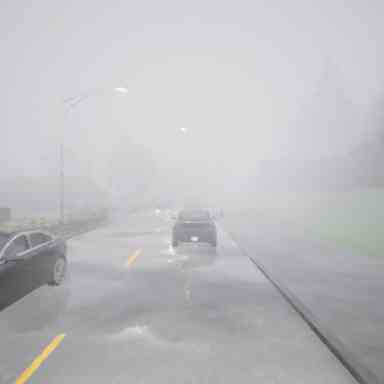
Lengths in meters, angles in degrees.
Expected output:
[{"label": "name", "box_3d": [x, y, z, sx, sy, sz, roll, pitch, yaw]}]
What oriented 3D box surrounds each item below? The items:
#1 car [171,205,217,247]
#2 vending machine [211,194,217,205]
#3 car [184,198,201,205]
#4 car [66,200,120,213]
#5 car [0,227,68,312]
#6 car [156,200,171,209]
[{"label": "car", "box_3d": [0.101, 1.560, 15.425, 1.837, 1.490, 4.892, 0, 0, 0]}, {"label": "vending machine", "box_3d": [4.269, 1.416, 63.859, 1.100, 2.100, 0.880, 0, 0, 0]}, {"label": "car", "box_3d": [0.089, 1.493, 40.851, 2.097, 1.767, 4.553, 0, 0, 0]}, {"label": "car", "box_3d": [-10.320, 1.578, 35.039, 5.357, 1.415, 2.033, 0, 0, -40]}, {"label": "car", "box_3d": [-4.099, 1.515, 6.656, 2.128, 1.511, 4.902, 0, 0, 0]}, {"label": "car", "box_3d": [-4.073, 1.767, 47.801, 1.895, 1.301, 4.718, 0, 0, 0]}]
